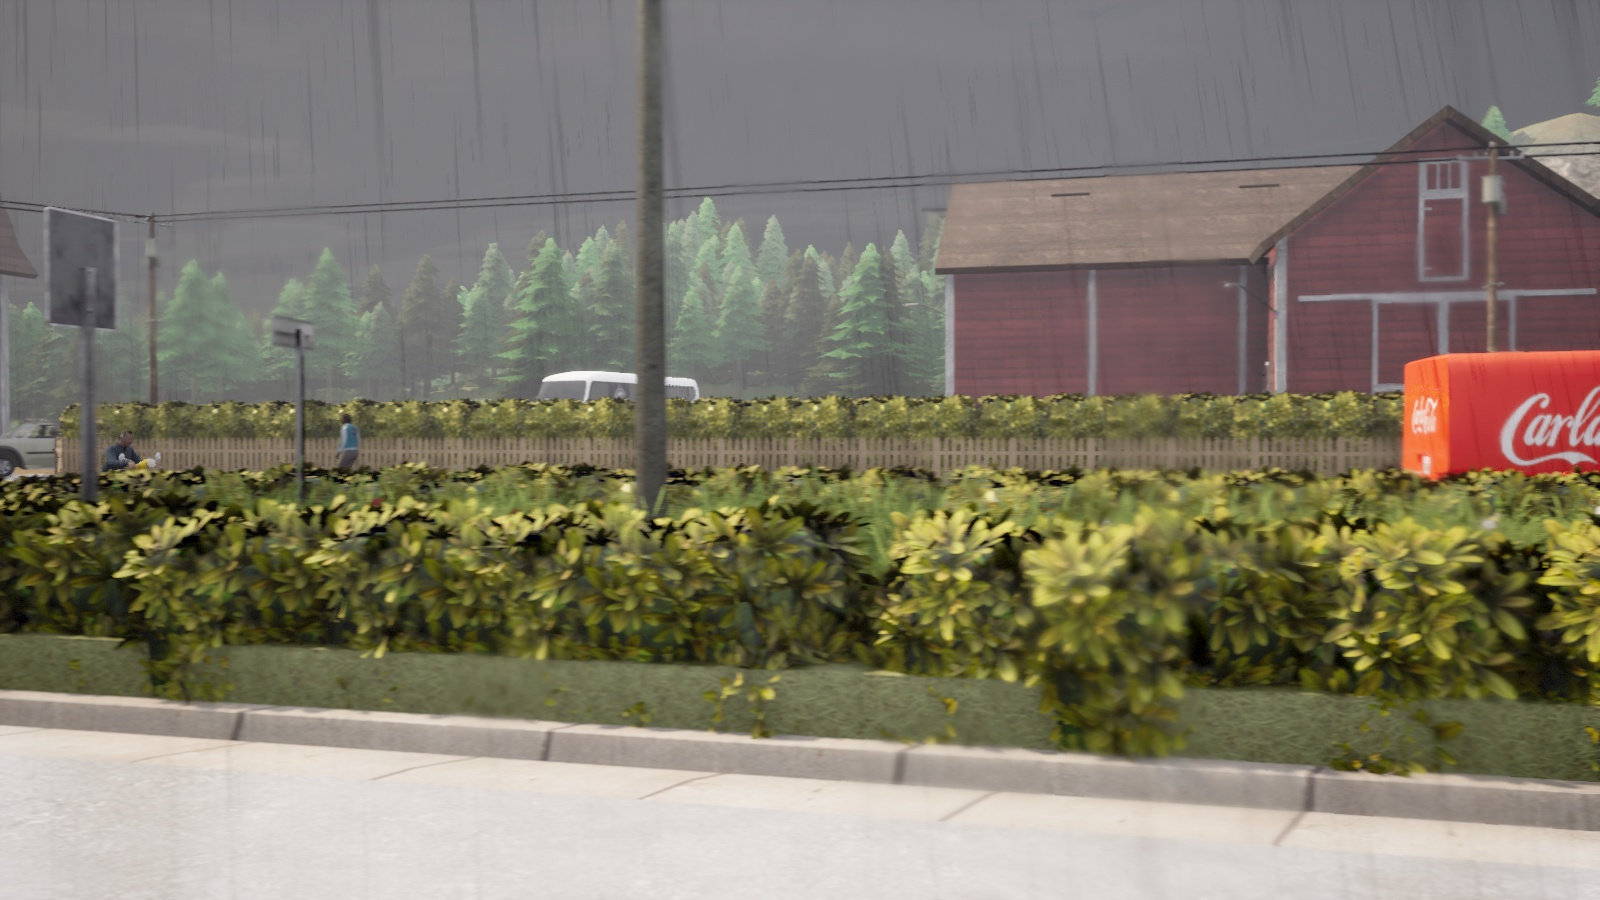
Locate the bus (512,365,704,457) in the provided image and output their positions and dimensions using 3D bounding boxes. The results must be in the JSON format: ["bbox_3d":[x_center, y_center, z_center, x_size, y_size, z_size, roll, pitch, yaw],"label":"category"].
[{"bbox_3d":[-9.443,-1.829,63.388,3.944,4.253,10.273,1,1,31],"label":"bus"}]

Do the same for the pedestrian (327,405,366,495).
[{"bbox_3d":[-9.768,-0.004,27.066,0.692,1.930,0.396,1,1,17],"label":"pedestrian"}]

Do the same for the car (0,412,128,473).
[{"bbox_3d":[-24.343,-0.256,40.184,1.932,1.855,4.605,1,1,38],"label":"car"}]

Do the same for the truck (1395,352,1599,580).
[{"bbox_3d":[10.031,0.166,14.583,5.204,2.467,2.627,1,1,14],"label":"truck"}]

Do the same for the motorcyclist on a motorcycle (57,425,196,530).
[{"bbox_3d":[-10.585,0.405,19.762,1.817,1.590,0.866,1,1,14],"label":"motorcyclist on a motorcycle"}]
